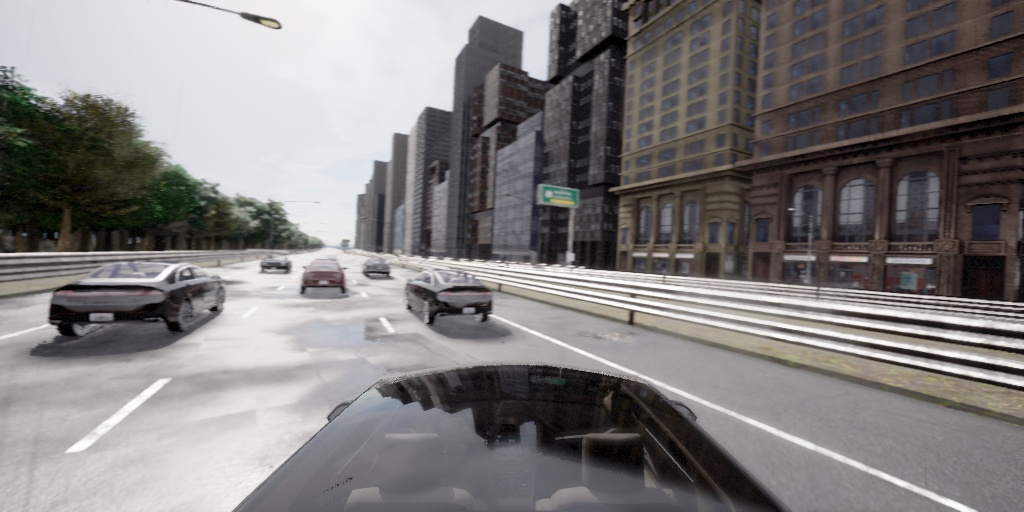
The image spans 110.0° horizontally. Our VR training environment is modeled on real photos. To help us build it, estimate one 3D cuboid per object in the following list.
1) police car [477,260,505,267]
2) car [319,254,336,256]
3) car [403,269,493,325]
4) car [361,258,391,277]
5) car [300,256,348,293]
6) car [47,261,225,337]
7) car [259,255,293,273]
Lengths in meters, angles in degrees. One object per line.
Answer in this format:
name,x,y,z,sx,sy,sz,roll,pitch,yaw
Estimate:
police car,-3.197,1.368,52.991,1.930,1.638,5.238,3,0,-45
car,-16.290,0.612,31.628,2.128,1.511,4.902,3,0,-27
car,-2.214,1.174,11.569,2.128,1.511,4.902,3,0,-27
car,-10.890,0.900,28.700,2.033,1.411,5.357,3,0,-27
car,-8.995,0.920,17.223,1.812,1.442,4.674,3,0,-27
car,-8.639,0.872,8.774,2.128,1.511,4.902,3,0,-27
car,-18.766,0.598,28.764,1.895,1.301,4.718,3,0,-27
